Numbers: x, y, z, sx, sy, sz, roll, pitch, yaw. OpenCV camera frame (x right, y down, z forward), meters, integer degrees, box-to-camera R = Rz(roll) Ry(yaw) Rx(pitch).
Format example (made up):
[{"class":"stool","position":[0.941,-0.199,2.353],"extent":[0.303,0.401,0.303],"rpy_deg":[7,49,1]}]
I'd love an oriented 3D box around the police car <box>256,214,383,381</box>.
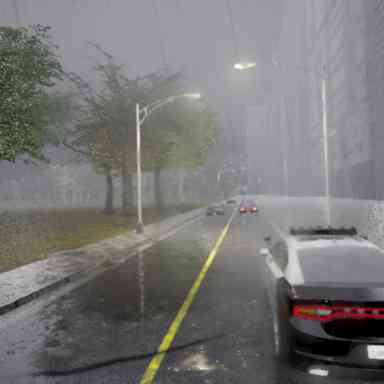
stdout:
[{"class":"police car","position":[2.291,1.415,5.895],"extent":[1.930,1.638,5.238],"rpy_deg":[-2,-1,9]}]

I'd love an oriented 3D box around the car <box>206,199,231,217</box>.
[{"class":"car","position":[2.560,1.746,34.172],"extent":[2.033,1.411,5.357],"rpy_deg":[-2,0,9]}]

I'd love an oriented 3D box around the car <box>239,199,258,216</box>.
[{"class":"car","position":[5.836,1.711,34.527],"extent":[1.895,1.301,4.718],"rpy_deg":[-2,0,9]}]

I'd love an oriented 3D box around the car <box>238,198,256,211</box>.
[{"class":"car","position":[7.369,1.630,44.579],"extent":[2.128,1.511,4.902],"rpy_deg":[-2,0,9]}]

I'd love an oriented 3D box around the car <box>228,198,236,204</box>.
[{"class":"car","position":[8.089,1.909,68.566],"extent":[1.895,1.301,4.718],"rpy_deg":[-2,-1,9]}]
